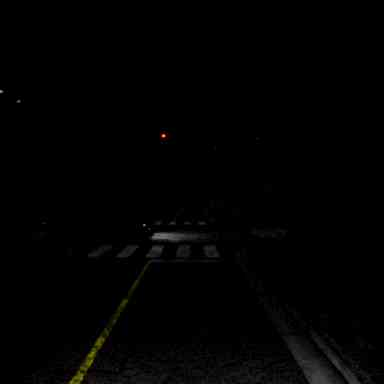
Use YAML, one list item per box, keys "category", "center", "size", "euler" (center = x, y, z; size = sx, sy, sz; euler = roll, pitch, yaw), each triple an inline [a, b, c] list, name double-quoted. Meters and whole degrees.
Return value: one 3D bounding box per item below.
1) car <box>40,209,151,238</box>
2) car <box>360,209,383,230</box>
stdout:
- category: "car"
  center: [-4.896, 1.571, 17.211]
  size: [5.357, 1.411, 2.033]
  euler: [0, 0, 0]
- category: "car"
  center: [12.381, 1.483, 19.858]
  size: [4.313, 1.339, 1.947]
  euler: [0, -1, 0]
